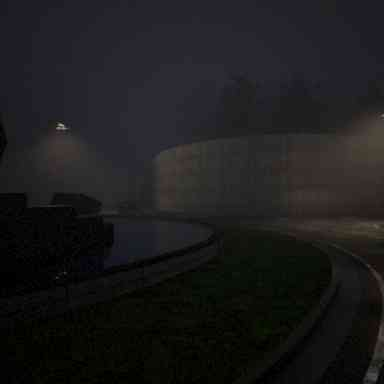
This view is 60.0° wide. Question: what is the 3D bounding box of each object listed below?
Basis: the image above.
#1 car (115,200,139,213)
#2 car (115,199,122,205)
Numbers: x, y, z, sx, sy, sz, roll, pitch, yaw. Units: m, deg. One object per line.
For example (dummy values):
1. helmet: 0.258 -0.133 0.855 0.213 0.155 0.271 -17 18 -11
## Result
1. car: -8.914 1.959 46.114 2.097 1.767 4.553 0 -1 -27
2. car: -20.147 2.769 91.267 1.994 1.385 4.181 0 -1 -11
